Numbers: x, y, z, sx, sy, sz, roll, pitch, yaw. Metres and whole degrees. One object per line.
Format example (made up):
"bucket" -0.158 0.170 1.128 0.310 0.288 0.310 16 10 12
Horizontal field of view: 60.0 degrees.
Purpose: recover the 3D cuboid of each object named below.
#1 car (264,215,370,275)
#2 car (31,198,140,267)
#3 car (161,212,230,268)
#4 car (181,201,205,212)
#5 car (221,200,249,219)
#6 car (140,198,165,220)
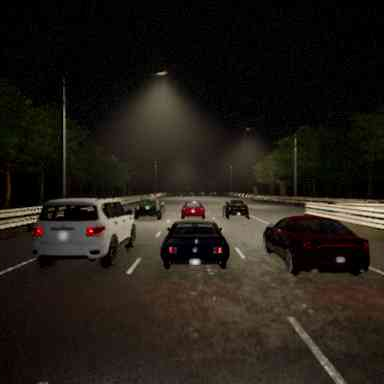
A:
"car" 3.589 1.461 10.492 1.882 1.535 5.008 0 0 0
"car" -3.406 1.203 11.493 2.150 2.045 5.566 0 0 0
"car" 0.093 1.582 11.159 1.895 1.301 4.718 0 0 0
"car" 0.098 1.462 28.353 1.994 1.385 4.181 0 0 0
"car" 3.598 1.405 27.965 1.837 1.490 4.892 0 0 0
"car" -3.403 1.255 27.617 2.097 1.767 4.553 0 0 0
